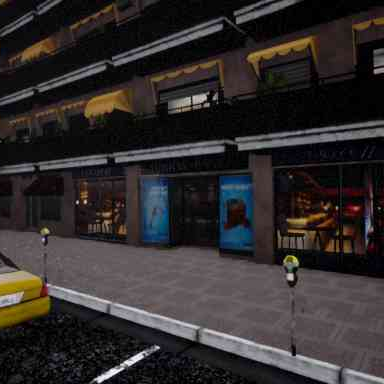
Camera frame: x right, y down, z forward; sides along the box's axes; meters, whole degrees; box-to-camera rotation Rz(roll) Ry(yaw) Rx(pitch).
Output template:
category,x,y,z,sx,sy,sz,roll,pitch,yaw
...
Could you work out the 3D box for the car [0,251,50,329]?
category,x,y,z,sx,sy,sz,roll,pitch,yaw
car,-4.552,1.527,6.127,4.829,1.417,1.752,0,-1,35
